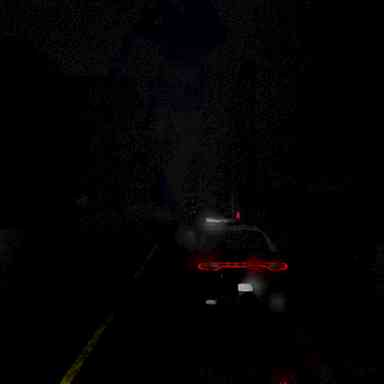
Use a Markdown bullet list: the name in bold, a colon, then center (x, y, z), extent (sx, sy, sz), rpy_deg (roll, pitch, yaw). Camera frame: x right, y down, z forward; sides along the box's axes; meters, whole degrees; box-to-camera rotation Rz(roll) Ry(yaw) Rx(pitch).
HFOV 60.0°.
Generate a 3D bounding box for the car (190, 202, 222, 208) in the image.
- **car**: center (0.939, 1.503, 18.152), extent (1.837, 1.490, 4.892), rpy_deg (0, 0, 0)

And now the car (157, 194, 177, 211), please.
- **car**: center (-3.001, 1.216, 40.701), extent (2.150, 2.045, 5.566), rpy_deg (0, 0, 0)

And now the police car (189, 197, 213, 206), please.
- **police car**: center (0.952, 1.422, 24.262), extent (1.930, 1.638, 5.238), rpy_deg (0, 0, 0)

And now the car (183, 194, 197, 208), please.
- **car**: center (0.140, 1.345, 47.927), extent (2.097, 1.767, 4.553), rpy_deg (0, 0, 1)

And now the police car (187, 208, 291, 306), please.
- **police car**: center (0.917, 1.425, 8.262), extent (1.930, 1.638, 5.238), rpy_deg (0, 0, 0)
